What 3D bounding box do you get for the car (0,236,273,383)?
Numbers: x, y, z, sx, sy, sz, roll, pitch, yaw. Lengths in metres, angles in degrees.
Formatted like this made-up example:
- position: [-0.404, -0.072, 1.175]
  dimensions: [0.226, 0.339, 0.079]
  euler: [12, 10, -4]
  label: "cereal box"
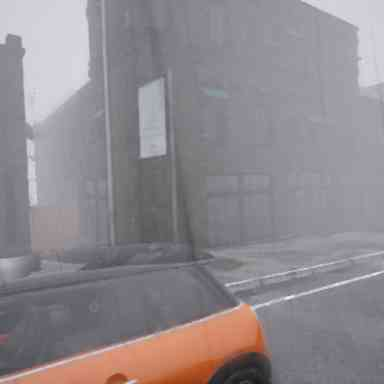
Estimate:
- position: [-1.497, 1.352, 2.694]
  dimensions: [4.553, 1.767, 2.097]
  euler: [0, 0, -35]
  label: "car"
